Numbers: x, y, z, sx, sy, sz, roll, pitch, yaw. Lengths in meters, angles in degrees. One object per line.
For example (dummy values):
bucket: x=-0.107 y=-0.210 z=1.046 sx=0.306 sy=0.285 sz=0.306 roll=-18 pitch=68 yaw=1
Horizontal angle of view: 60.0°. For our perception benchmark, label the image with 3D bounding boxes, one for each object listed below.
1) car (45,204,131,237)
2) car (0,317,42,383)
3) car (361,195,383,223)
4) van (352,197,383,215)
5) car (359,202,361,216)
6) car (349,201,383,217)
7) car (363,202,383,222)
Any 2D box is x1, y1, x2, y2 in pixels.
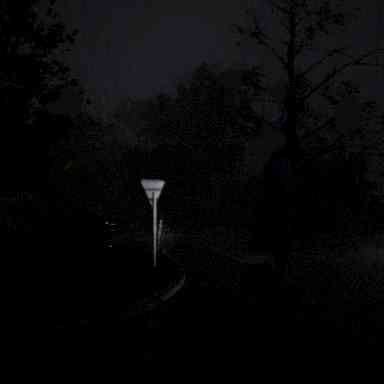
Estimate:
car: x=-5.576 y=1.417 z=17.786 sx=5.008 sy=1.535 sz=1.882 roll=1 pitch=1 yaw=26
car: x=-3.393 y=1.593 z=1.786 sx=4.718 sy=1.301 sz=1.895 roll=0 pitch=0 yaw=-31
car: x=15.573 y=1.279 z=23.881 sx=5.566 sy=2.045 sz=2.435 roll=0 pitch=-1 yaw=20
van: x=21.481 y=1.637 z=39.429 sx=4.442 sy=1.987 sz=1.878 roll=0 pitch=-1 yaw=21
car: x=17.470 y=1.357 z=29.002 sx=5.566 sy=2.045 sz=2.435 roll=0 pitch=-1 yaw=20
car: x=19.278 y=1.722 z=34.424 sx=5.366 sy=1.575 sz=1.946 roll=0 pitch=-1 yaw=21
car: x=16.477 y=1.568 z=26.388 sx=4.892 sy=1.521 sz=2.231 roll=0 pitch=-1 yaw=20
